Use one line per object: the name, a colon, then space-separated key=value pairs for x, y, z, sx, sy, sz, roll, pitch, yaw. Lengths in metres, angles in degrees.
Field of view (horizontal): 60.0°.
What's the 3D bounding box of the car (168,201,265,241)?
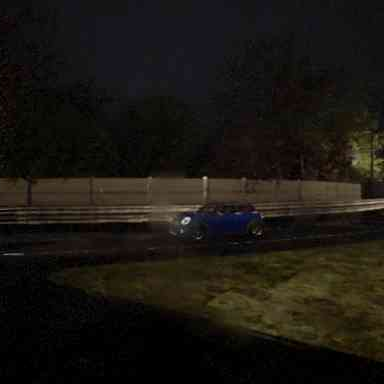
car: x=1.174 y=1.258 z=16.003 sx=4.553 sy=1.767 sz=2.097 roll=0 pitch=0 yaw=-22
